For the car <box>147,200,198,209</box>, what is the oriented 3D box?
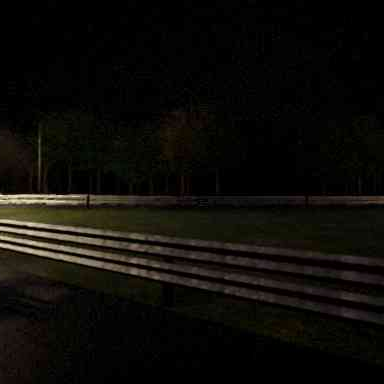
[{"bbox_3d":[-1.906,1.080,34.810,5.357,1.411,2.033,0,0,2],"label":"car"}]
